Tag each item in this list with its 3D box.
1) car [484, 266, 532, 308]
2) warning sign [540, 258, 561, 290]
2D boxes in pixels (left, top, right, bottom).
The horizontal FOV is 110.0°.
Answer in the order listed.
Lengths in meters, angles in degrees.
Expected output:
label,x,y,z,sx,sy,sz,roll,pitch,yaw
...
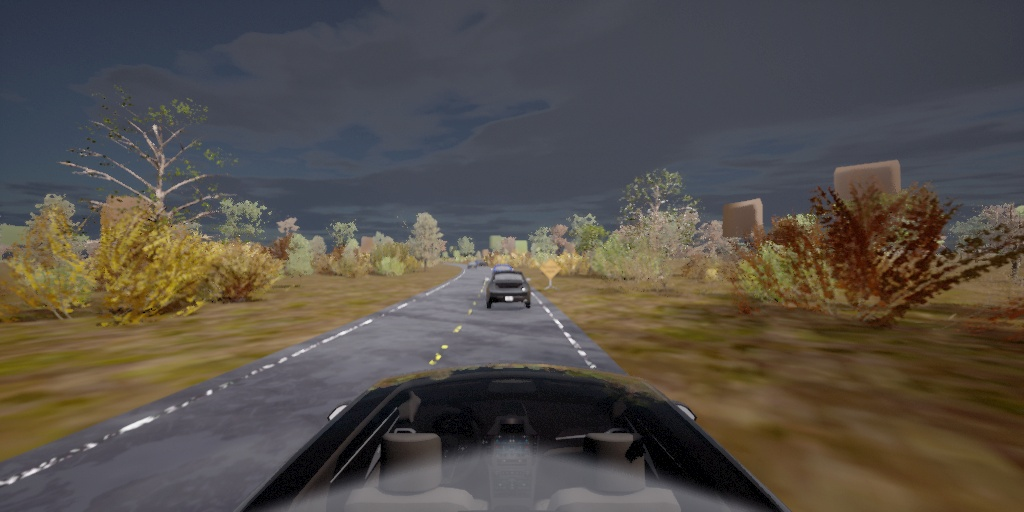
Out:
label,x,y,z,sx,sy,sz,roll,pitch,yaw
car,-0.175,1.395,16.202,1.837,1.490,4.892,0,0,-1
warning sign,2.299,1.052,21.512,1.300,1.860,1.060,0,0,-2
